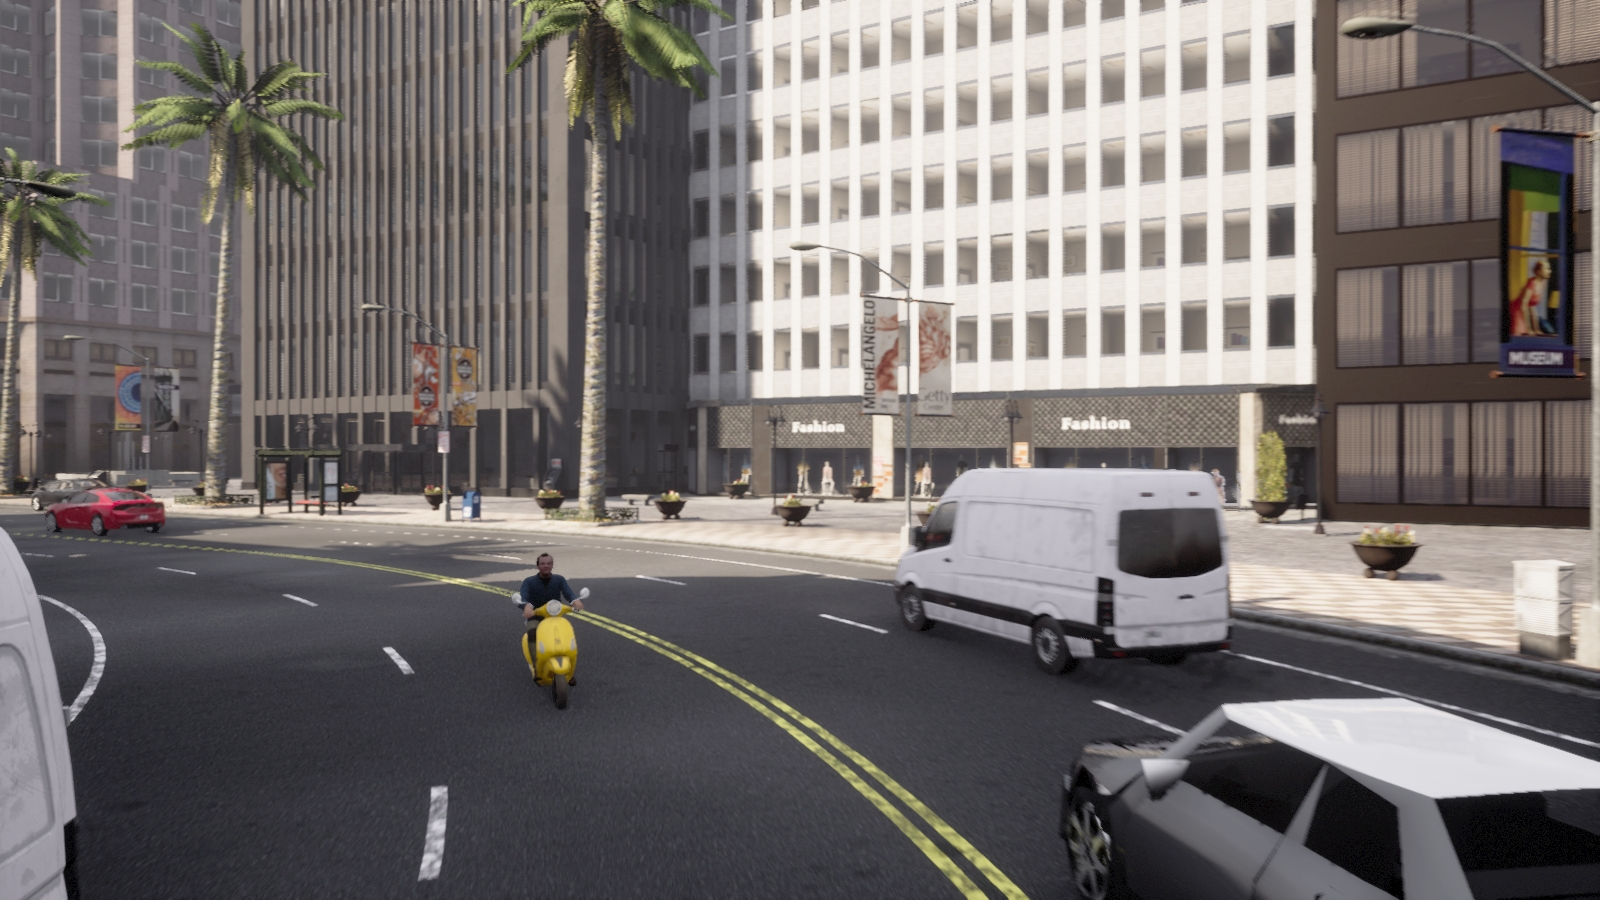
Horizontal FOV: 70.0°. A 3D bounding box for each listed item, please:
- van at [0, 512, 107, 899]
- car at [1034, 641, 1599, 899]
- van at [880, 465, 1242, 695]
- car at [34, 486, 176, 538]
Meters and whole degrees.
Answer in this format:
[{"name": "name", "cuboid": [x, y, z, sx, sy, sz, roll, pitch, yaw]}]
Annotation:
[{"name": "van", "cuboid": [-3.536, 1.536, 1.738, 1.988, 2.561, 5.915, 0, 0, -7]}, {"name": "car", "cuboid": [2.827, 2.063, 5.900, 1.970, 1.475, 3.806, 0, 0, -9]}, {"name": "van", "cuboid": [3.329, 1.532, 16.228, 1.988, 2.561, 5.915, 0, 0, -22]}, {"name": "car", "cuboid": [-23.516, 2.048, 38.630, 5.006, 1.535, 2.097, 0, 0, 32]}]
